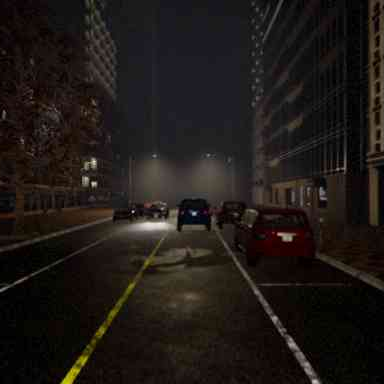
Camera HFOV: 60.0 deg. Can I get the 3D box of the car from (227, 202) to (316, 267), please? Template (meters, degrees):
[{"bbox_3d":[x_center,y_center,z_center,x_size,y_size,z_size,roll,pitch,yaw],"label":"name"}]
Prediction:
[{"bbox_3d":[2.702,1.425,11.804,2.192,1.841,5.009,0,-1,0],"label":"car"}]

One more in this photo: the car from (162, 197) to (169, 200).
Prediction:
[{"bbox_3d":[-5.648,2.057,57.356,2.008,1.369,4.403,0,0,0],"label":"car"}]

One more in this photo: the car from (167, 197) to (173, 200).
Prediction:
[{"bbox_3d":[-5.640,2.145,68.740,1.887,1.381,4.507,0,0,0],"label":"car"}]

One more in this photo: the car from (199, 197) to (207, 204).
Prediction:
[{"bbox_3d":[2.754,2.181,85.797,1.967,1.590,4.097,0,0,0],"label":"car"}]

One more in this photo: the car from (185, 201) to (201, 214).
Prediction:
[{"bbox_3d":[0.129,1.883,42.352,1.837,1.490,4.892,0,-1,0],"label":"car"}]

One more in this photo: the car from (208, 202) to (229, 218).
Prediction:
[{"bbox_3d":[2.717,1.840,34.739,1.752,1.417,4.829,0,0,0],"label":"car"}]

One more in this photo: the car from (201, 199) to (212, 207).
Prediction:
[{"bbox_3d":[2.737,2.121,63.030,1.947,1.339,4.313,0,0,0],"label":"car"}]

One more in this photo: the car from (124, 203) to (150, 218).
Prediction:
[{"bbox_3d":[-5.664,1.878,34.588,1.947,1.339,4.313,0,-1,0],"label":"car"}]

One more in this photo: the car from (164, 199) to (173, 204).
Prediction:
[{"bbox_3d":[-5.632,2.276,80.124,1.802,1.307,4.206,0,0,0],"label":"car"}]

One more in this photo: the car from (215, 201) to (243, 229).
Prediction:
[{"bbox_3d":[2.710,1.528,23.188,2.192,1.841,5.009,0,-1,0],"label":"car"}]

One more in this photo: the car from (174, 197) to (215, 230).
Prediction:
[{"bbox_3d":[0.126,1.432,22.742,2.150,2.045,5.566,0,0,0],"label":"car"}]

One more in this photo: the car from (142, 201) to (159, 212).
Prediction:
[{"bbox_3d":[-5.655,1.992,45.970,1.802,1.307,4.206,0,0,0],"label":"car"}]

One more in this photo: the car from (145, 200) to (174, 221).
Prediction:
[{"bbox_3d":[-3.076,1.771,30.737,2.128,1.511,4.902,0,-1,0],"label":"car"}]

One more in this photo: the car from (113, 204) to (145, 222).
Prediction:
[{"bbox_3d":[-5.667,1.813,28.896,2.008,1.369,4.403,0,-1,0],"label":"car"}]
